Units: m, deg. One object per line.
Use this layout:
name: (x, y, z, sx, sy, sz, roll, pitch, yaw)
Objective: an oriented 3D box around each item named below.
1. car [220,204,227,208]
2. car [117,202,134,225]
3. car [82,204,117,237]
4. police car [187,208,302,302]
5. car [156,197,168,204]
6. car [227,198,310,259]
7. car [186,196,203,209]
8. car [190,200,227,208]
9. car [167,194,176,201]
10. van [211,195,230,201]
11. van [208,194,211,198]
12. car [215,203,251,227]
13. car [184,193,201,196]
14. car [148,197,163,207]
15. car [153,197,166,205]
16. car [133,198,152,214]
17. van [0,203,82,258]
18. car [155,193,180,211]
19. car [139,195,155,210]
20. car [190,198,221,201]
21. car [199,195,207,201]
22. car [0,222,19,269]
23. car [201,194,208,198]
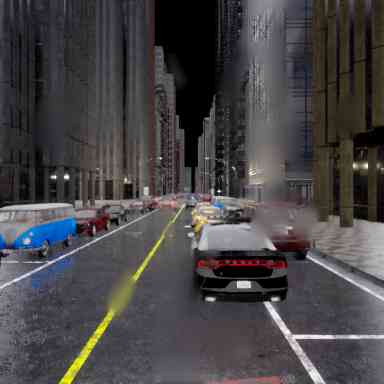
car: (2.805, 1.566, 18.113, 1.947, 1.339, 4.313, 0, 0, 0)
car: (-5.707, 1.567, 23.735, 1.947, 1.339, 4.313, 0, 0, 0)
car: (-5.721, 1.545, 18.117, 1.887, 1.381, 4.507, 0, 0, 0)
police car: (0.918, 1.425, 8.431, 1.930, 1.638, 5.238, 0, 0, 0)
car: (-5.610, 1.595, 63.064, 1.802, 1.307, 4.206, 0, 0, 0)
car: (2.791, 1.315, 12.493, 2.192, 1.841, 5.009, 0, 0, 0)
car: (0.145, 1.570, 45.642, 1.994, 1.385, 4.181, 0, 0, 0)
car: (0.929, 1.456, 18.511, 1.801, 1.575, 5.366, 0, 0, 0)
car: (-5.545, 1.346, 89.918, 2.192, 1.841, 5.009, 0, 0, 0)
van: (2.832, 1.343, 29.350, 1.690, 1.788, 3.998, 0, 0, 0)
van: (2.846, 1.344, 34.969, 1.690, 1.788, 3.998, 0, 0, 0)
car: (2.818, 1.552, 23.731, 2.008, 1.369, 4.403, 0, 0, 0)
car: (0.148, 1.233, 60.969, 2.150, 2.045, 5.566, 0, 0, 0)
car: (-5.638, 1.553, 51.827, 1.887, 1.381, 4.507, 0, 0, 0)
car: (-5.624, 1.592, 57.445, 1.802, 1.307, 4.206, 0, 0, 0)
car: (-5.679, 1.585, 34.972, 1.802, 1.307, 4.206, 0, 0, 0)
van: (-5.734, 1.341, 12.499, 1.690, 1.788, 3.998, 0, 0, 0)
car: (-2.903, 1.356, 40.369, 2.097, 1.767, 4.553, 0, 0, 0)
car: (-5.666, 1.319, 40.590, 2.192, 1.841, 5.009, 0, 0, 0)
car: (0.911, 1.457, 24.511, 1.801, 1.575, 5.366, 0, 0, 0)
car: (2.980, 1.581, 89.916, 2.008, 1.369, 4.403, 0, 0, 0)
car: (-5.748, 1.566, 6.880, 1.947, 1.339, 4.313, 0, 0, 0)
car: (2.914, 1.328, 63.063, 2.192, 1.841, 5.009, 0, 0, 0)
